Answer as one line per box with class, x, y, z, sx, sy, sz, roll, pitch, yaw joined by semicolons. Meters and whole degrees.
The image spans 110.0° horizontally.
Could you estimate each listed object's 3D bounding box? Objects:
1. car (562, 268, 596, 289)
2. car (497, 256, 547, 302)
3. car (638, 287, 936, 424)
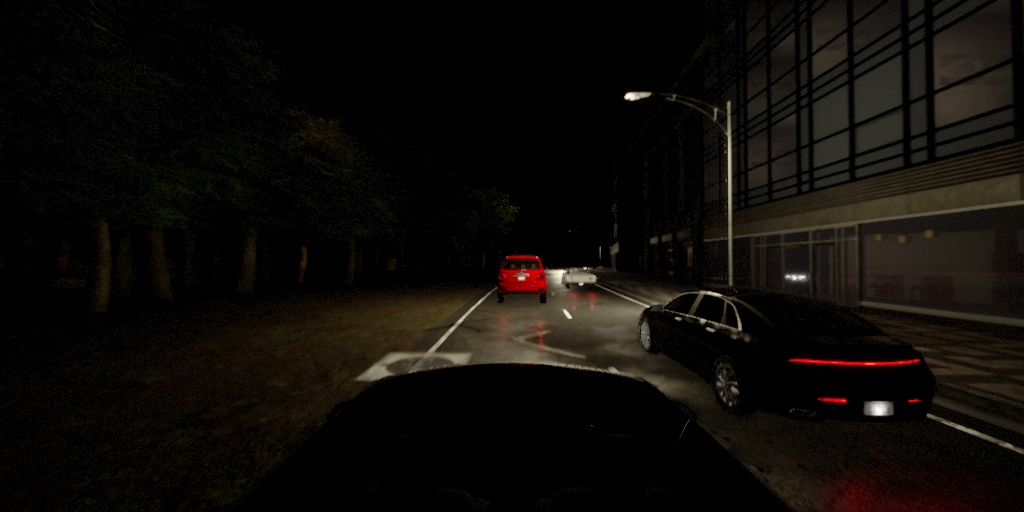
car;4.429;1.458;24.391;1.895;1.301;4.718;0;0;4
car;0.518;1.031;17.479;2.150;2.045;5.566;0;0;3
car;3.669;1.271;5.984;1.837;1.490;4.892;0;0;1
